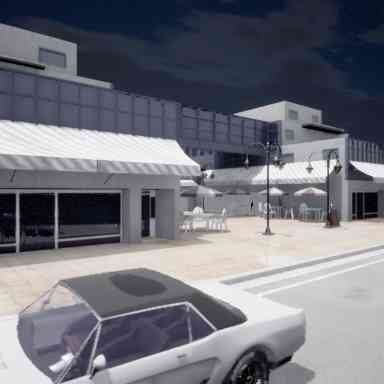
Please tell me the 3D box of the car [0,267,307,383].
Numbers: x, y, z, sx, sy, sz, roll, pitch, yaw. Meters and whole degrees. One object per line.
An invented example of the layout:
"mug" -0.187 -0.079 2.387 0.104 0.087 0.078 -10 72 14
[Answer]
"car" -1.030 1.601 3.349 4.718 1.301 1.895 0 0 -35
